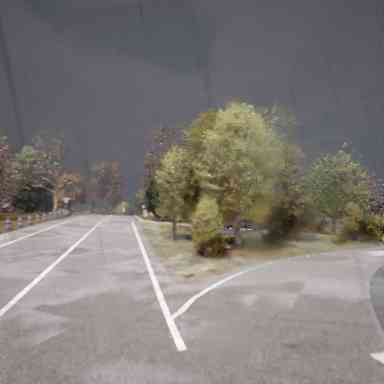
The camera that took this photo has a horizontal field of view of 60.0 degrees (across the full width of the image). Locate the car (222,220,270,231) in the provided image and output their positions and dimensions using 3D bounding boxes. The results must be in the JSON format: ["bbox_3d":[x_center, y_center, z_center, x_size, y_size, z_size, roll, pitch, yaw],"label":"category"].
[{"bbox_3d":[4.705,2.665,29.320,4.181,1.385,1.994,1,-7,29],"label":"car"}]
